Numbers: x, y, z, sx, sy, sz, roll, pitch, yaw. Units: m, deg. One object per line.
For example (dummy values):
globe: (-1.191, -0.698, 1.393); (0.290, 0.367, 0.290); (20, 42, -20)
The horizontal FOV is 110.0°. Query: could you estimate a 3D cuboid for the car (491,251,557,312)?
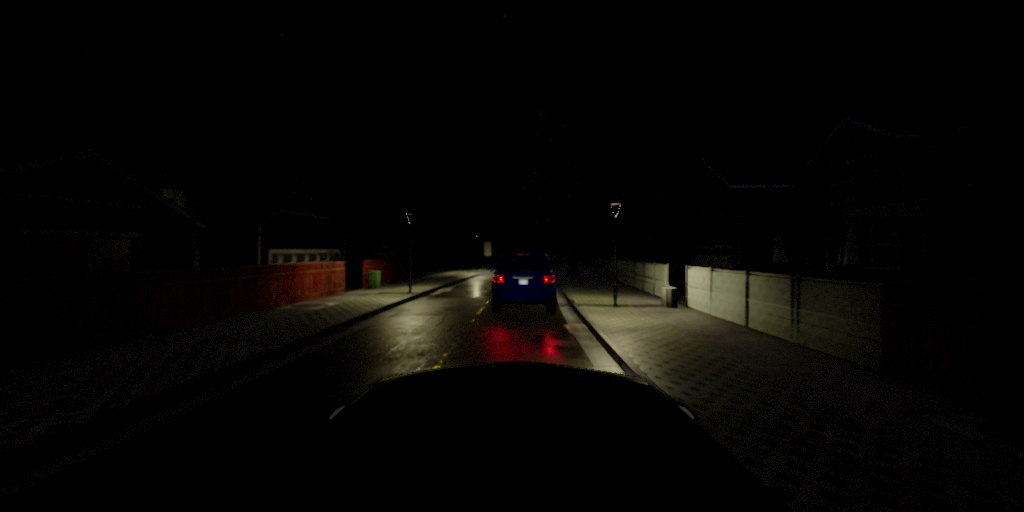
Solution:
car: (0.496, 0.845, 13.565); (2.150, 2.045, 5.566); (0, 1, 3)
